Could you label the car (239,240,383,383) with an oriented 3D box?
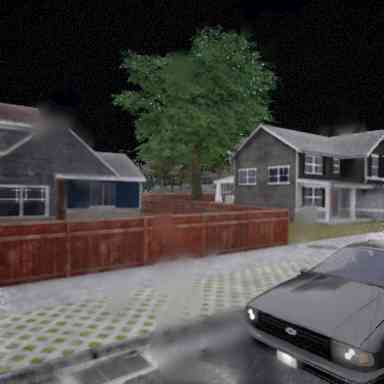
[{"bbox_3d":[3.261,1.545,5.403,5.357,1.411,2.033,0,0,-36],"label":"car"}]
